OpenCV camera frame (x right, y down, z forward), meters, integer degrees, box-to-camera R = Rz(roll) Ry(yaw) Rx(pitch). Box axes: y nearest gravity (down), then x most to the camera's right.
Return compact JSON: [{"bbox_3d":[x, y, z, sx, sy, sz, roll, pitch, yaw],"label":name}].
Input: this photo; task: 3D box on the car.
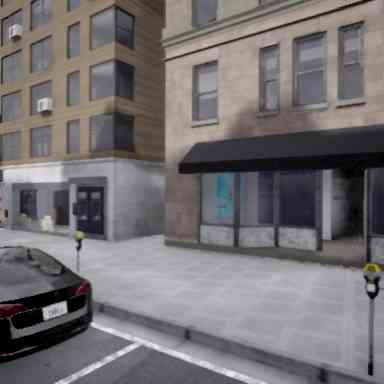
[{"bbox_3d":[-3.473,1.590,5.560,4.313,1.339,1.947,0,0,36],"label":"car"}]
